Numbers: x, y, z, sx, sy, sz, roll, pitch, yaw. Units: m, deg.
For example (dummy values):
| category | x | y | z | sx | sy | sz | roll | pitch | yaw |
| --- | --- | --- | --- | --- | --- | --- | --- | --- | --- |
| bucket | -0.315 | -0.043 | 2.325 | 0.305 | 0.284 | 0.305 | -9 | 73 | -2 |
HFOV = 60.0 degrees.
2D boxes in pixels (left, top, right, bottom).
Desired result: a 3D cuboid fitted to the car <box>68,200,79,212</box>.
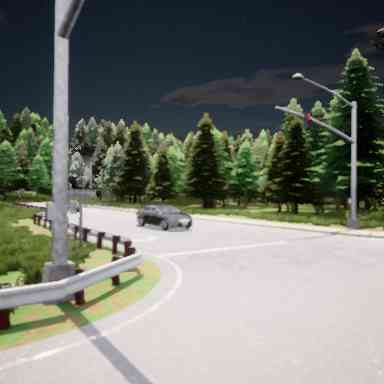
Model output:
| category | x | y | z | sx | sy | sz | roll | pitch | yaw |
| --- | --- | --- | --- | --- | --- | --- | --- | --- | --- |
| car | -14.612 | 1.642 | 38.801 | 1.994 | 1.385 | 4.181 | 1 | 0 | -35 |

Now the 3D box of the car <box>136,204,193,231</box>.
| category | x | y | z | sx | sy | sz | roll | pitch | yaw |
| --- | --- | --- | --- | --- | --- | --- | --- | --- | --- |
| car | -1.850 | 1.570 | 21.318 | 2.128 | 1.511 | 4.902 | 1 | 0 | -36 |
